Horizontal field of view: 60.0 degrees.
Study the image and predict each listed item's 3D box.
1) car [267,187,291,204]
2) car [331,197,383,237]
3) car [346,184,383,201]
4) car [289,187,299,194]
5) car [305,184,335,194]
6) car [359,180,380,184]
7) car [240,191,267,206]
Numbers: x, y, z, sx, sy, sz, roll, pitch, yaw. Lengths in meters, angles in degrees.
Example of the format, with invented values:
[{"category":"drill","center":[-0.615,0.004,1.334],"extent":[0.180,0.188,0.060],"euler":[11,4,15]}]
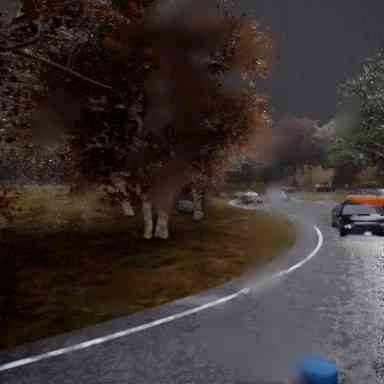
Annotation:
[{"category":"car","center":[9.652,0.500,38.666],"extent":[1.812,1.442,4.674],"euler":[-2,2,2]},{"category":"car","center":[8.006,1.234,16.287],"extent":[2.033,1.411,5.357],"euler":[-2,2,17]},{"category":"car","center":[14.609,0.482,26.311],"extent":[2.097,1.767,4.553],"euler":[-4,2,-39]},{"category":"car","center":[15.724,-0.218,56.193],"extent":[4.718,1.301,1.895],"euler":[-4,2,-31]},{"category":"car","center":[21.336,-0.584,55.462],"extent":[5.008,1.535,1.882],"euler":[-3,1,-17]},{"category":"car","center":[31.150,-1.328,59.625],"extent":[4.674,1.442,1.812],"euler":[-1,2,9]},{"category":"car","center":[6.475,0.679,36.902],"extent":[1.812,1.442,4.674],"euler":[-3,2,-2]}]
